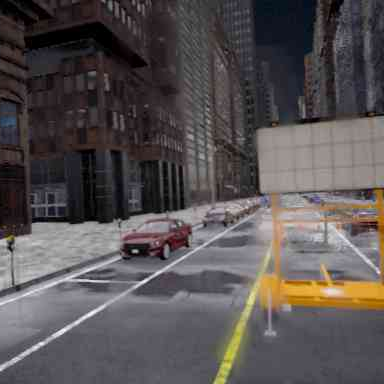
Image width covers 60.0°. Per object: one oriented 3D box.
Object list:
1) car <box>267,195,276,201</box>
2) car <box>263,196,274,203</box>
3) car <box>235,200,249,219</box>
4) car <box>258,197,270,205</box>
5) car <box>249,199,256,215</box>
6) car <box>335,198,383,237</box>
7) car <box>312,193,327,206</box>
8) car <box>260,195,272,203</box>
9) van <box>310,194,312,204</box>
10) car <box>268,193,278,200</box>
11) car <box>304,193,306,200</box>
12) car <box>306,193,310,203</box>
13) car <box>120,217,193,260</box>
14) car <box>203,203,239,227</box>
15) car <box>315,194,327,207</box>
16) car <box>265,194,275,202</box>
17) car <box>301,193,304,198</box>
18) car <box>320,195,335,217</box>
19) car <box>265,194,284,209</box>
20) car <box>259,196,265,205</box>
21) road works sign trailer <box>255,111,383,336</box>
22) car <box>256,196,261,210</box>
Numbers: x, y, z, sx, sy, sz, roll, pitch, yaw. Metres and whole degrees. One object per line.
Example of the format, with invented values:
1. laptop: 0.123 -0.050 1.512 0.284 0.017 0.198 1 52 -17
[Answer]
1. car: 19.912 1.457 83.081 1.947 1.339 4.313 -3 -1 17
2. car: 16.651 1.505 72.363 1.947 1.339 4.313 -3 -1 17
3. car: 3.558 1.659 29.327 1.752 1.417 4.829 -3 -1 17
4. car: 13.391 1.570 61.644 1.802 1.307 4.206 -3 -1 17
5. car: 5.233 1.549 34.849 1.967 1.590 4.097 -3 -1 17
6. car: 8.490 1.189 16.298 1.967 1.590 4.097 -3 -1 17
7. car: 15.016 1.196 37.736 1.887 1.381 4.507 -3 -1 17
8. car: 15.015 1.404 67.005 1.967 1.590 4.097 -3 -1 17
9. van: 16.637 0.968 43.098 1.690 1.788 3.998 -3 -1 17
10. car: 21.531 1.183 88.443 2.192 1.841 5.009 -3 -1 17
11. car: 21.533 0.995 59.176 1.967 1.590 4.097 -3 -1 17
12. car: 19.908 1.123 53.816 1.887 1.381 4.507 -3 -1 17
13. car: -1.283 1.751 13.411 1.887 1.381 4.507 -3 -1 17
14. car: 1.979 1.740 24.129 1.802 1.307 4.206 -3 -1 17
15. car: 13.386 1.220 32.377 1.887 1.381 4.507 -3 -1 17
16. car: 18.276 1.356 77.723 1.967 1.590 4.097 -3 -1 17
17. car: 26.429 1.027 75.253 1.887 1.381 4.507 -3 -1 17
18. car: 11.804 1.225 27.180 1.752 1.417 4.829 -3 -1 17
19. car: 11.340 1.466 45.559 2.033 1.411 5.357 -3 -1 18
20. car: 8.499 1.605 45.567 1.887 1.381 4.507 -3 -1 17
21. road works sign trailer: 2.504 0.405 6.284 2.380 3.560 2.880 -3 -1 17
22. car: 6.869 1.629 40.207 1.887 1.381 4.507 -3 -1 17
